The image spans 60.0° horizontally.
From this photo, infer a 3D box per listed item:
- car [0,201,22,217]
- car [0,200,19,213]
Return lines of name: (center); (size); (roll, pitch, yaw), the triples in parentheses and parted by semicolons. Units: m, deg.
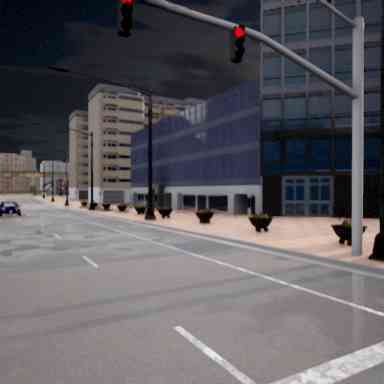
car: (-19.379, 1.826, 35.569); (1.812, 1.442, 4.674); (0, -1, -29)
car: (-24.484, 1.896, 44.429); (2.128, 1.511, 4.902); (0, -1, -30)
